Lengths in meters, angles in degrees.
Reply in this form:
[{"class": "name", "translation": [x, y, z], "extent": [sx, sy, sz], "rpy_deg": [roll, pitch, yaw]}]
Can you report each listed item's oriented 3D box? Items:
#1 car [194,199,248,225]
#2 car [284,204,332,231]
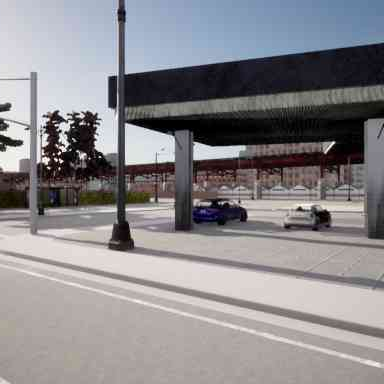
[{"class": "car", "translation": [2.032, 1.295, 22.995], "extent": [2.242, 1.667, 4.611], "rpy_deg": [0, 0, 37]}, {"class": "car", "translation": [7.112, 1.456, 20.206], "extent": [1.970, 1.475, 3.806], "rpy_deg": [0, 0, 37]}]
